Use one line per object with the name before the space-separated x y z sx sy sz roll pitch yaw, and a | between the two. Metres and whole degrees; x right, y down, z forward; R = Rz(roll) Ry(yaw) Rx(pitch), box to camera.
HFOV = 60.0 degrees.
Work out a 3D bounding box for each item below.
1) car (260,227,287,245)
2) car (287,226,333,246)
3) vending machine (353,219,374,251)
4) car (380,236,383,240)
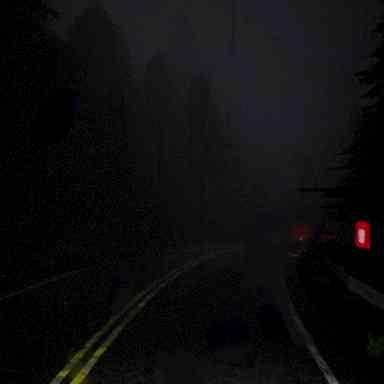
car | 7.726 3.761 28.378 1.837 1.490 4.892 -5 -11 44
car | 9.176 3.362 24.920 1.837 1.490 4.892 -4 -10 40
vending machine | 12.245 3.062 23.745 1.100 2.100 0.880 2 -2 43
car | 21.818 5.587 36.077 4.892 1.490 1.837 10 -10 -39
